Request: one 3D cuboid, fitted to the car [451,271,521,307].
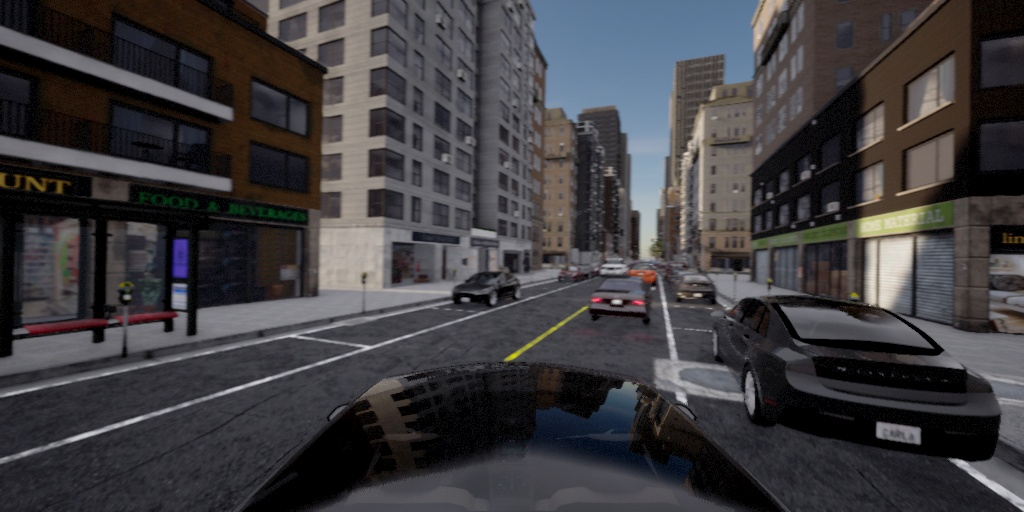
[{"bbox_3d":[-0.992,1.340,15.857,1.948,1.339,4.313,0,0,22],"label":"car"}]

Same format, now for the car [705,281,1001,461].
[{"bbox_3d":[4.325,1.344,5.425,1.837,1.490,4.892,1,0,22],"label":"car"}]

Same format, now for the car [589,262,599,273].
[{"bbox_3d":[7.249,1.552,36.362,1.948,1.339,4.313,0,0,22],"label":"car"}]

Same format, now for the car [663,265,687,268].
[{"bbox_3d":[13.101,1.634,28.063,1.948,1.339,4.313,0,0,22],"label":"car"}]

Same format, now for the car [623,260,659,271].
[{"bbox_3d":[10.343,1.374,28.552,2.097,1.767,4.553,1,0,22],"label":"car"}]

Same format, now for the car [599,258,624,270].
[{"bbox_3d":[10.954,1.284,38.534,2.150,2.045,5.566,1,0,22],"label":"car"}]

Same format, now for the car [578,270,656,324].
[{"bbox_3d":[3.971,1.403,12.710,2.033,1.411,5.357,1,0,22],"label":"car"}]

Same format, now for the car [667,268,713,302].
[{"bbox_3d":[8.982,1.513,17.813,2.007,1.370,4.403,0,0,22],"label":"car"}]

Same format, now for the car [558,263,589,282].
[{"bbox_3d":[5.189,1.515,31.236,1.802,1.307,4.207,0,0,22],"label":"car"}]

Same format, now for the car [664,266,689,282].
[{"bbox_3d":[11.041,1.566,22.938,2.007,1.370,4.403,0,0,22],"label":"car"}]

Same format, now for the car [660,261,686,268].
[{"bbox_3d":[15.161,1.436,33.188,2.192,1.841,5.009,0,0,22],"label":"car"}]
